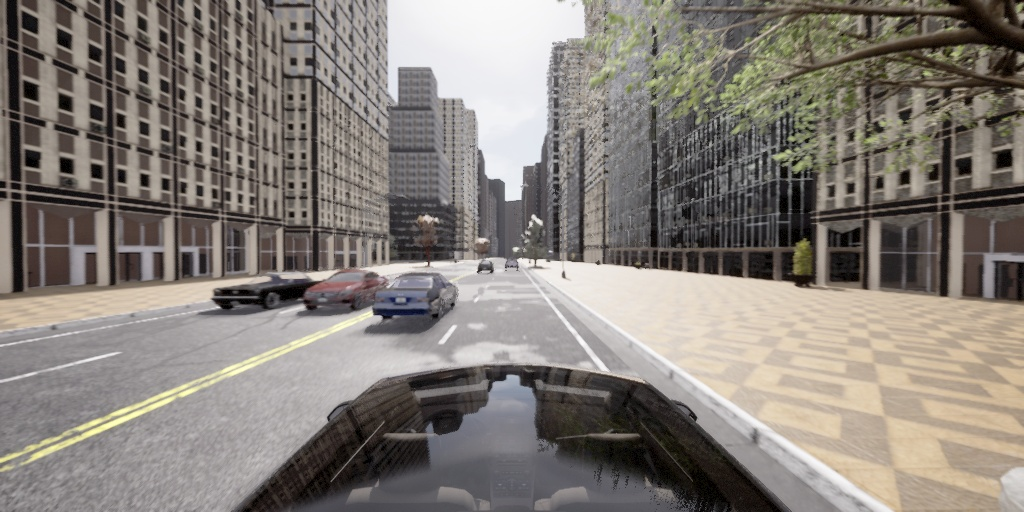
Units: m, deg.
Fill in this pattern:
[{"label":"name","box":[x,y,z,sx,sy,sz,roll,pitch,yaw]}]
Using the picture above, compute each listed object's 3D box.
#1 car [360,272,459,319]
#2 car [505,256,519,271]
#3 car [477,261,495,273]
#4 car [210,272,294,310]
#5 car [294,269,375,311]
[{"label":"car","box":[-3.150,1.297,12.662,2.033,1.411,5.357,0,0,0]},{"label":"car","box":[-0.005,0.977,48.275,2.033,1.649,4.856,0,0,0]},{"label":"car","box":[-3.155,1.276,43.884,1.812,1.442,4.674,0,0,0]},{"label":"car","box":[-9.760,1.351,14.862,1.895,1.301,4.718,0,0,0]},{"label":"car","box":[-6.512,1.276,14.678,1.812,1.442,4.674,0,0,0]}]
